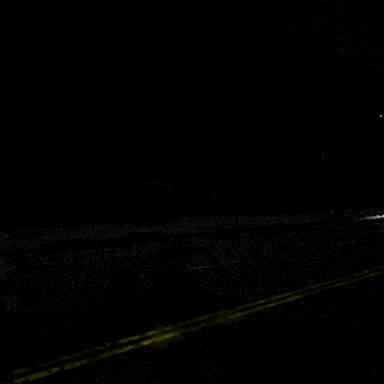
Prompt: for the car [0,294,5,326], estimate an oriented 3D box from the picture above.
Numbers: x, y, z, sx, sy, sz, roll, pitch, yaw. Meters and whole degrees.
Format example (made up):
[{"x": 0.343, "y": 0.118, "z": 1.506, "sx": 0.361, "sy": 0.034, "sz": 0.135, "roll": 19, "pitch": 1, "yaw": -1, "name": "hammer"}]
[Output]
[{"x": -5.299, "y": 1.563, "z": 3.897, "sx": 5.357, "sy": 1.411, "sz": 2.033, "roll": 0, "pitch": 0, "yaw": -36, "name": "car"}]
